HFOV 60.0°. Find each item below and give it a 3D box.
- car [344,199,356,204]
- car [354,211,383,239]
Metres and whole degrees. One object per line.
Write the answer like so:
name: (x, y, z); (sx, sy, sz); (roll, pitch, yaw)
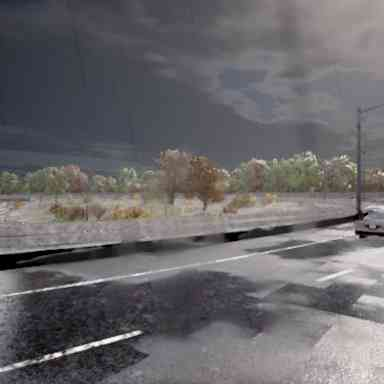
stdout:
car: (40.309, 2.372, 84.239); (2.033, 1.411, 5.357); (0, 0, 4)
car: (10.408, 1.731, 17.724); (2.033, 1.411, 5.357); (0, -1, 44)
